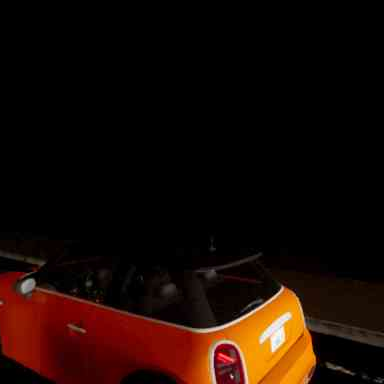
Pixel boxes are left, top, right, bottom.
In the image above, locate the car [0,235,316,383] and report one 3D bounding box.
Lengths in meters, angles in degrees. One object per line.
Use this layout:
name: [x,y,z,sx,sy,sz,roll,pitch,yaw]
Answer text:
car: [-0.949,1.349,4.254,4.553,1.767,2.097,0,0,36]
